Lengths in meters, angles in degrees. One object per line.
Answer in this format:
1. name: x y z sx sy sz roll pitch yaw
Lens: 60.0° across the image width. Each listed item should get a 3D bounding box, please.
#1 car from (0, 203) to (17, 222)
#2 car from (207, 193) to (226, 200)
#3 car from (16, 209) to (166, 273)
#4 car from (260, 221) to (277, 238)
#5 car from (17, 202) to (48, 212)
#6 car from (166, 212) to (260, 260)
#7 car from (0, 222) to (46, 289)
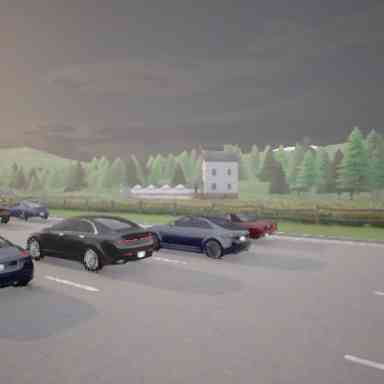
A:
1. car: -14.335 1.457 22.786 4.892 1.490 1.837 0 0 35
2. car: 5.873 1.128 79.020 4.605 1.855 1.932 0 0 35
3. car: -3.389 1.487 10.698 4.892 1.490 1.837 0 0 35
4. car: 1.476 1.585 15.828 4.718 1.301 1.895 0 0 35
5. car: -13.097 1.475 26.201 4.674 1.442 1.812 0 0 35
6. car: 0.099 1.550 12.512 4.181 1.385 1.994 0 0 35
7. car: -5.688 1.546 8.040 4.181 1.385 1.994 0 0 35
